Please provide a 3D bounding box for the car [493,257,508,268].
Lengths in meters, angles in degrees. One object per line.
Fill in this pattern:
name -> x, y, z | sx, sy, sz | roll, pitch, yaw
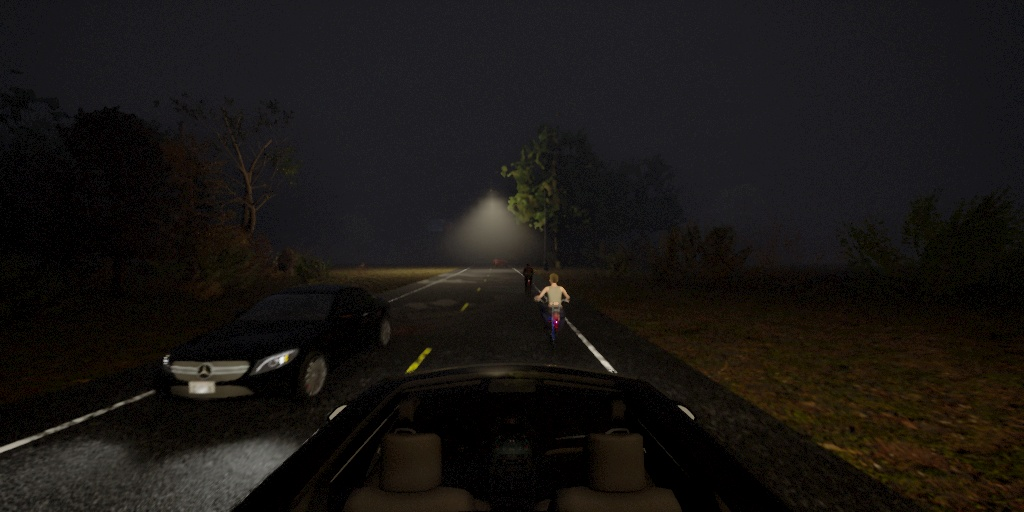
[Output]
car -> -1.794, 1.214, 61.261 | 1.812, 1.442, 4.674 | 0, 0, -3

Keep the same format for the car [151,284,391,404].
car -> -3.632, 1.274, 6.509 | 1.812, 1.442, 4.674 | 0, 0, 0

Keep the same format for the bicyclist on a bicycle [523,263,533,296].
bicyclist on a bicycle -> 0.801, 1.194, 17.510 | 0.582, 1.620, 1.656 | 0, 0, -1

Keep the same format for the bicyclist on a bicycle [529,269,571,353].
bicyclist on a bicycle -> 0.897, 1.184, 7.830 | 0.866, 1.612, 1.509 | 0, 0, 0
